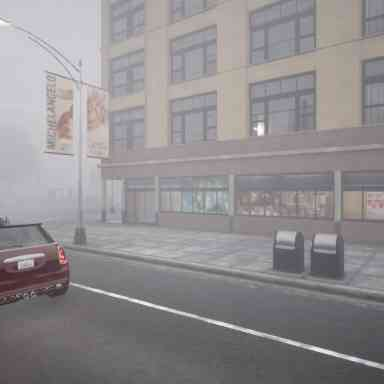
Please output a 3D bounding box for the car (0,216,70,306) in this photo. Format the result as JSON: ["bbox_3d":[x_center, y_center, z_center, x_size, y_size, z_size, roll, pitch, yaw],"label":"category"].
[{"bbox_3d":[-4.784,1.352,7.386,4.553,1.767,2.097,0,0,36],"label":"car"}]
